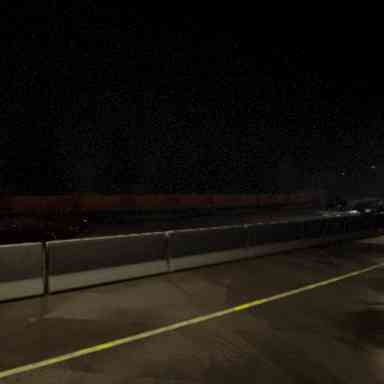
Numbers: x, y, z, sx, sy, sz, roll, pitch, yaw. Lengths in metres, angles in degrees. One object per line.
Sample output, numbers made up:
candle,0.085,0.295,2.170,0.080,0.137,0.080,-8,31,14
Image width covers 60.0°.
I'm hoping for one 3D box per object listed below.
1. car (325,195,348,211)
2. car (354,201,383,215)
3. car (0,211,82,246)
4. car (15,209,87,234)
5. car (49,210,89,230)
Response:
car,21.356,1.471,49.012,2.150,2.045,5.566,-1,-1,37
car,19.716,1.782,36.117,2.128,1.511,4.902,-1,-1,41
car,-8.233,1.820,15.343,5.357,1.411,2.033,0,-1,-36
car,-9.710,1.946,22.997,4.181,1.385,1.994,0,-1,-37
car,-8.466,1.853,19.545,4.674,1.442,1.812,0,-1,-37
